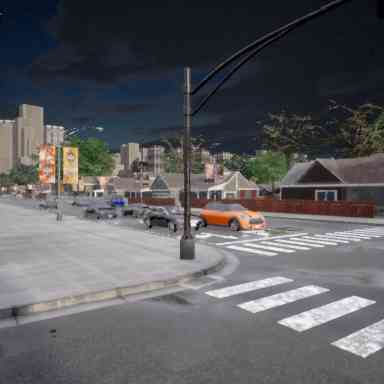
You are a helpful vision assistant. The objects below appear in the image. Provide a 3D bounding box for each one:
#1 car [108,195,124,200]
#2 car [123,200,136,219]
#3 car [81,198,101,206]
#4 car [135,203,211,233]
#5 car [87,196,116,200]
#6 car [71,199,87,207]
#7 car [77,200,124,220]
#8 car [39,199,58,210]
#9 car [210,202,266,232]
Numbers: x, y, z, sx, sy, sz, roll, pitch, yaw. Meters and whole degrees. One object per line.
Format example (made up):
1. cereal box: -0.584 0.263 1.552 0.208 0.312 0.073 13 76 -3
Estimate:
1. car: -12.966 1.522 54.124 2.150 2.045 5.566 0 0 -36
2. car: -5.107 1.730 31.519 1.994 1.385 4.181 0 0 -35
3. car: -19.115 1.906 62.605 2.033 1.411 5.357 0 0 -35
4. car: -1.312 1.592 20.585 2.128 1.511 4.902 0 0 -35
5. car: -13.382 1.785 49.106 1.837 1.490 4.892 0 0 -35
6. car: -19.431 1.886 57.591 2.033 1.411 5.357 0 0 -34
7. car: -8.555 1.725 30.756 2.033 1.411 5.357 0 0 -35
8. car: -20.909 1.804 48.302 1.837 1.490 4.892 0 0 -35
9. car: 2.430 1.441 20.955 2.097 1.767 4.553 0 0 -36
